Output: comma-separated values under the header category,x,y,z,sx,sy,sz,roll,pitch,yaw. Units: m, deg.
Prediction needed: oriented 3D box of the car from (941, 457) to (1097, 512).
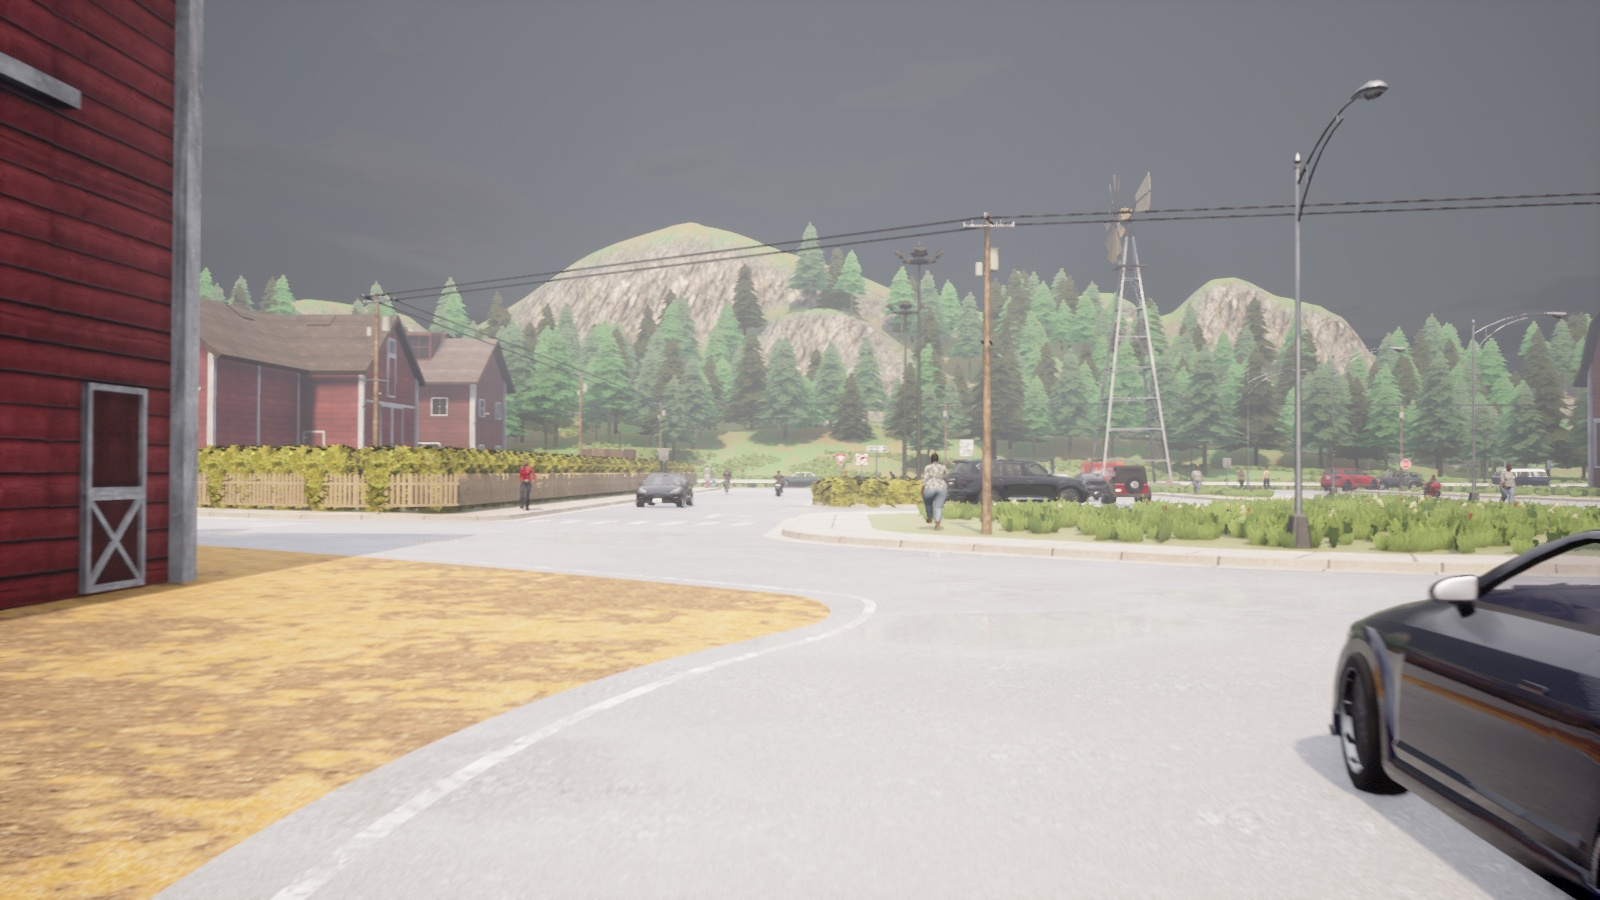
category,x,y,z,sx,sy,sz,roll,pitch,yaw
car,8.474,1.317,48.756,5.566,2.045,2.150,0,-1,-15

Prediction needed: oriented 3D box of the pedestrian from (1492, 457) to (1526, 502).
category,x,y,z,sx,sy,sz,roll,pitch,yaw
pedestrian,29.297,1.226,51.902,0.874,1.855,0.900,0,-1,1

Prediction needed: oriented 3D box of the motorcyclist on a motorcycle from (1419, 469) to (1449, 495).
category,x,y,z,sx,sy,sz,roll,pitch,yaw
motorcyclist on a motorcycle,38.371,1.921,76.006,0.797,1.523,2.044,0,-1,2

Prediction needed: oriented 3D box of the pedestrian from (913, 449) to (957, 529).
category,x,y,z,sx,sy,sz,roll,pitch,yaw
pedestrian,3.180,0.907,29.665,0.874,1.855,0.900,0,-1,-4

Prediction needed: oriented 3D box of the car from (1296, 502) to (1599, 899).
category,x,y,z,sx,sy,sz,roll,pitch,yaw
car,3.611,0.947,4.933,1.994,1.385,4.181,0,-1,5

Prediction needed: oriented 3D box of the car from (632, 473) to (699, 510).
category,x,y,z,sx,sy,sz,roll,pitch,yaw
car,-5.682,1.734,53.655,2.163,1.488,4.792,0,-1,2

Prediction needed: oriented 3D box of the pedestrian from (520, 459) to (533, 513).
category,x,y,z,sx,sy,sz,roll,pitch,yaw
pedestrian,-9.378,1.227,43.101,0.331,1.846,0.636,0,-1,-3

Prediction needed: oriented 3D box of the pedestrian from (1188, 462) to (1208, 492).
category,x,y,z,sx,sy,sz,roll,pitch,yaw
pedestrian,24.676,1.679,77.910,0.874,1.855,0.900,0,-1,-3

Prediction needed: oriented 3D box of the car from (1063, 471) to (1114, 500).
category,x,y,z,sx,sy,sz,roll,pitch,yaw
car,15.733,1.909,68.647,1.837,1.490,4.892,0,-1,2

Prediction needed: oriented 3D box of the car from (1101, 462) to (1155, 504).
category,x,y,z,sx,sy,sz,roll,pitch,yaw
car,15.334,1.537,58.861,1.905,1.878,3.866,0,-1,7
